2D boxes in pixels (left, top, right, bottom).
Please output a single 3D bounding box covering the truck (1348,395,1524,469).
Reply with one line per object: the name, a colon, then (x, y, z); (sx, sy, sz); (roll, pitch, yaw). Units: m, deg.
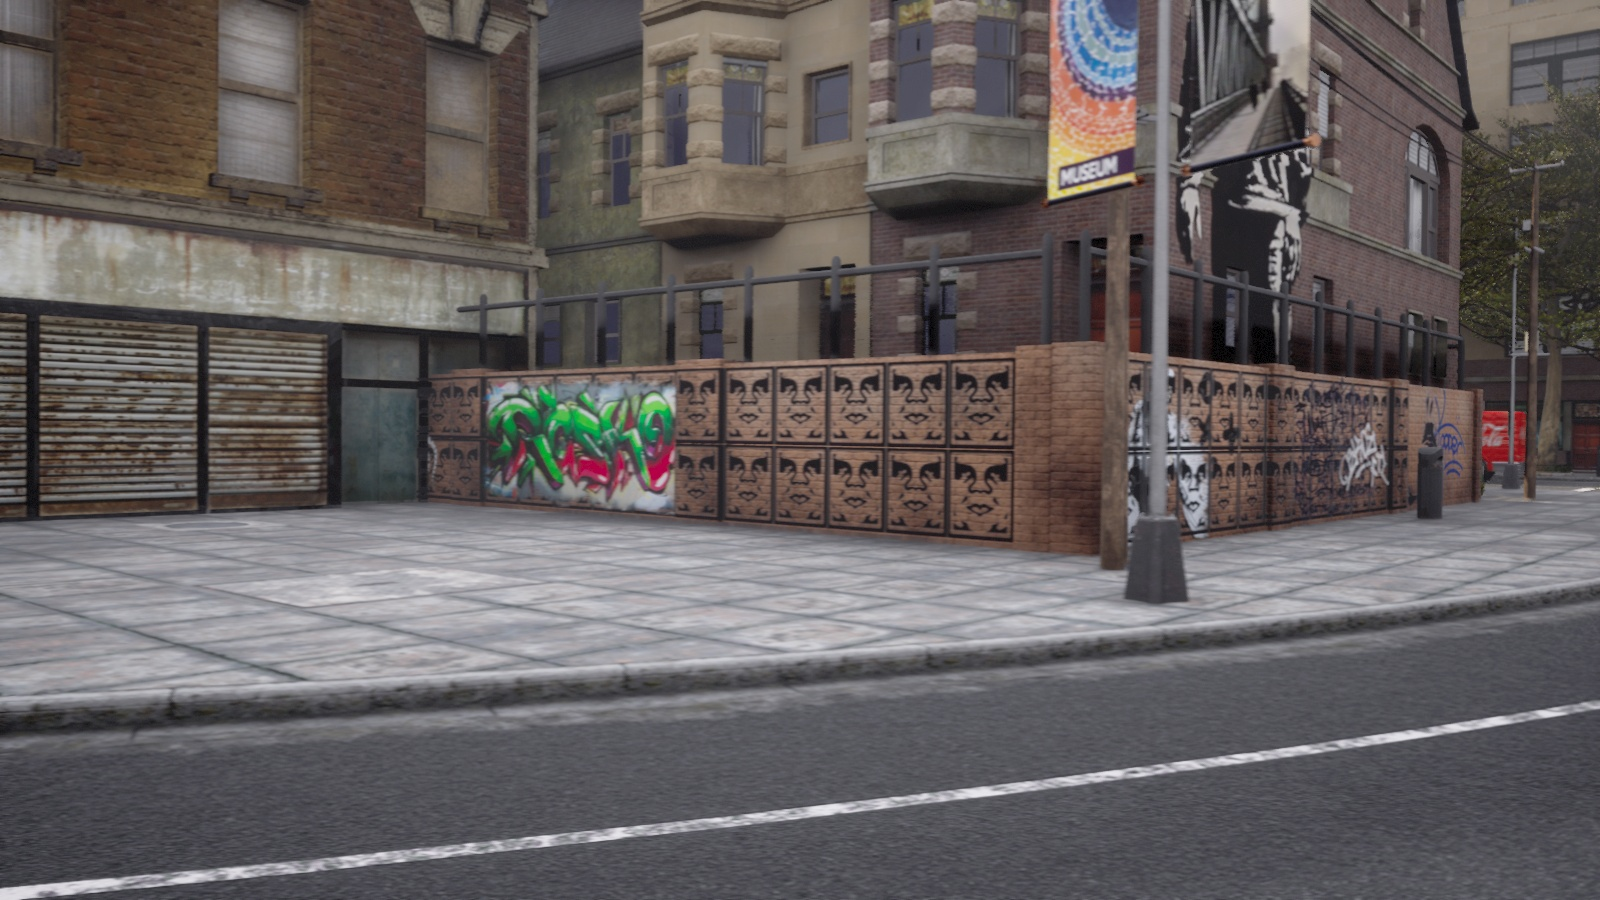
truck: (22.375, -0.620, 44.266); (5.204, 2.467, 2.627); (0, 1, 35)
